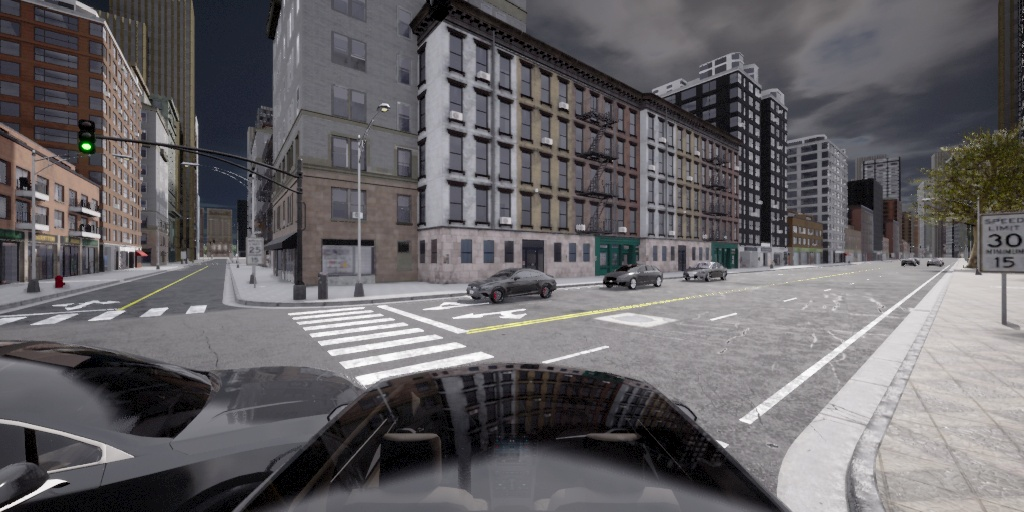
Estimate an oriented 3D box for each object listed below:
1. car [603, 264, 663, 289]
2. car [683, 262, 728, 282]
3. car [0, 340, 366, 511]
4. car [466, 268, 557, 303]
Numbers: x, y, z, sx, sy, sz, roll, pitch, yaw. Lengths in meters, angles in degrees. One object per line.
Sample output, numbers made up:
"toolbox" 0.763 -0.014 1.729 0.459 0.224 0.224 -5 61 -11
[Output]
"car" 7.829 1.260 22.992 4.892 1.490 1.837 0 0 -38
"car" 15.889 1.238 29.400 4.902 1.511 2.128 0 0 -38
"car" -3.209 1.257 1.880 4.892 1.490 1.837 0 0 -34
"car" 0.090 1.288 16.827 4.674 1.442 1.812 0 0 -39
